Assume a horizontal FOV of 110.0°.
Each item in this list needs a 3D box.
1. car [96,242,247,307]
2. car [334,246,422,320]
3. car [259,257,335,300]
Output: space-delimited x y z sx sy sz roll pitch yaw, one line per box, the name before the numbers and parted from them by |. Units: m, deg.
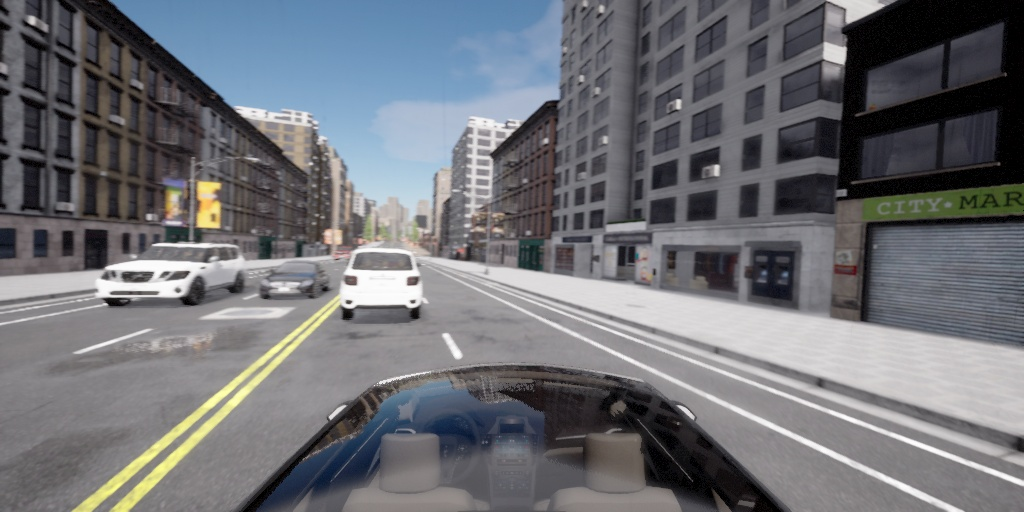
car | -11.563 0.524 12.803 2.150 2.045 5.566 2 0 -18
car | -4.236 0.785 11.945 2.150 2.045 5.566 2 0 -18
car | -8.909 0.915 15.105 1.812 1.442 4.674 2 0 -18
